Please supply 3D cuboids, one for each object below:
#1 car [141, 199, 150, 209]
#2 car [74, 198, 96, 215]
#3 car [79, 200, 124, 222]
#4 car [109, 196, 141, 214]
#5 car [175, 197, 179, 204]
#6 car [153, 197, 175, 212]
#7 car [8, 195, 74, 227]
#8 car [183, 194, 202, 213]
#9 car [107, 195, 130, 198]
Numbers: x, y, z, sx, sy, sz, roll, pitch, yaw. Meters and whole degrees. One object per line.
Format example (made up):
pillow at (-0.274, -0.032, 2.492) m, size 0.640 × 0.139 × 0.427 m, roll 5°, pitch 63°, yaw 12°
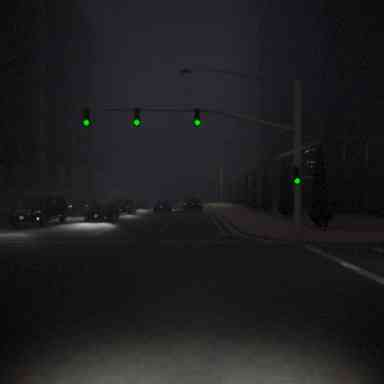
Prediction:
car at (-7.059, 1.651, 46.431) m, size 1.895 × 1.301 × 4.718 m, roll 0°, pitch 0°, yaw 1°
car at (-10.589, 1.388, 32.978) m, size 2.097 × 1.767 × 4.553 m, roll 0°, pitch 0°, yaw 0°
car at (-7.082, 1.593, 26.515) m, size 1.994 × 1.385 × 4.181 m, roll 0°, pitch 0°, yaw 0°
car at (-7.077, 1.543, 35.422) m, size 1.837 × 1.490 × 4.892 m, roll 0°, pitch 0°, yaw 0°
car at (-3.519, 1.634, 64.684) m, size 1.994 × 1.385 × 4.181 m, roll 0°, pitch 0°, yaw 0°
car at (-3.409, 1.607, 39.172) m, size 1.994 × 1.385 × 4.181 m, roll 0°, pitch 0°, yaw 0°
car at (-10.587, 1.247, 23.420) m, size 2.150 × 2.045 × 5.566 m, roll 0°, pitch 0°, yaw 0°
car at (0.091, 1.394, 38.498) m, size 2.097 × 1.767 × 4.553 m, roll 0°, pitch 0°, yaw 0°
car at (-10.554, 1.557, 48.207) m, size 1.837 × 1.490 × 4.892 m, roll 0°, pitch 0°, yaw 1°
